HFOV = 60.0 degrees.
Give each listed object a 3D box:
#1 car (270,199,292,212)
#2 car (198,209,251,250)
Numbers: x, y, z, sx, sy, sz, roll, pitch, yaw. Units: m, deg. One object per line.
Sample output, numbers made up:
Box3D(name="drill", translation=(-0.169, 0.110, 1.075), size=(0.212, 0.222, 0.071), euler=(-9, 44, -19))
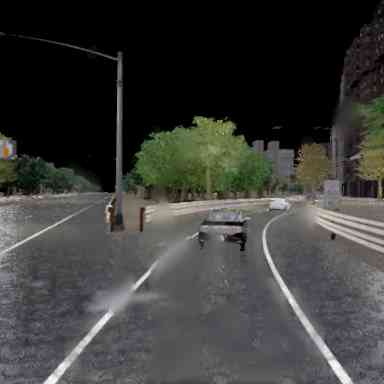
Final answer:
Box3D(name="car", translation=(10.718, 1.580, 40.200), size=(1.812, 1.442, 4.674), euler=(0, 0, 28))
Box3D(name="car", translation=(1.479, 1.504, 14.487), size=(2.128, 1.511, 4.902), euler=(0, 0, 11))
